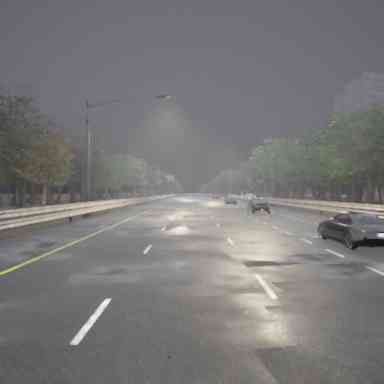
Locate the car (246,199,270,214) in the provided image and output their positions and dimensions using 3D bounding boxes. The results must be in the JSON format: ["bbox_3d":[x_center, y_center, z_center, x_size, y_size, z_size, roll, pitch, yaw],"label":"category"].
[{"bbox_3d":[7.055,1.527,35.709,1.837,1.490,4.892,0,0,0],"label":"car"}]

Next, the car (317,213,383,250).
[{"bbox_3d":[7.007,1.572,14.291,1.994,1.385,4.181,0,0,0],"label":"car"}]

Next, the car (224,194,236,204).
[{"bbox_3d":[7.170,1.606,63.099,1.994,1.385,4.181,0,0,0],"label":"car"}]
